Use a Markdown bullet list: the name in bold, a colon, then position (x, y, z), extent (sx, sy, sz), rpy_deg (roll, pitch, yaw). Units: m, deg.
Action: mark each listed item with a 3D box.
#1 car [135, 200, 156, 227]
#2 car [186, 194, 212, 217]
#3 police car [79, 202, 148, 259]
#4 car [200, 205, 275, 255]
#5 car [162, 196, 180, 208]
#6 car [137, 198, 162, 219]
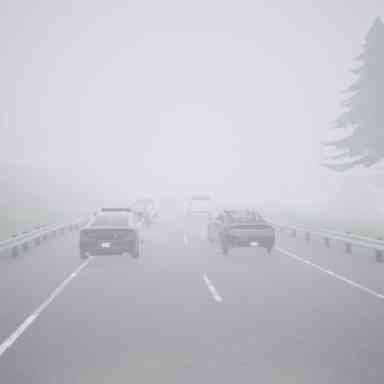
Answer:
- **car**: position (-3.656, 1.507, 22.571), extent (1.812, 1.442, 4.674), rpy_deg (0, 0, -4)
- **car**: position (0.633, 1.192, 31.546), extent (2.150, 2.045, 5.566), rpy_deg (0, 0, -2)
- **police car**: position (-2.883, 1.415, 12.736), extent (1.930, 1.638, 5.238), rpy_deg (0, 0, -6)
- **car**: position (1.790, 1.479, 13.342), extent (2.128, 1.511, 4.902), rpy_deg (0, 0, -6)
- **car**: position (-3.204, 1.309, 48.129), extent (2.097, 1.767, 4.553), rpy_deg (0, 0, 0)
- **car**: position (-3.959, 1.326, 28.519), extent (2.097, 1.767, 4.553), rpy_deg (0, 0, -2)
